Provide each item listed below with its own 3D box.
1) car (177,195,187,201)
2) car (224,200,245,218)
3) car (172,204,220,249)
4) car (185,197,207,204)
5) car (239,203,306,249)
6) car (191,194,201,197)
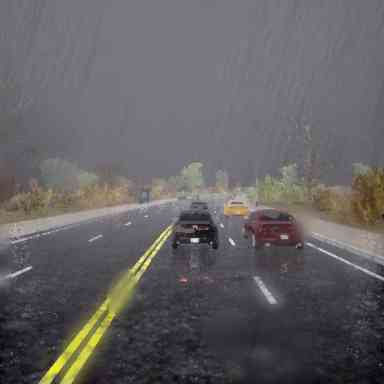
[{"bbox_3d":[-2.262,1.357,77.360,1.994,1.385,4.181,0,0,6],"label":"car"},{"bbox_3d":[3.877,1.463,29.422,1.882,1.535,5.008,0,0,2],"label":"car"},{"bbox_3d":[0.157,1.514,14.600,1.837,1.490,4.892,0,0,1],"label":"car"},{"bbox_3d":[0.630,1.496,29.559,1.837,1.490,4.892,0,0,2],"label":"car"},{"bbox_3d":[3.406,1.481,14.532,1.882,1.535,5.008,0,0,1],"label":"car"},{"bbox_3d":[0.967,1.327,76.989,2.128,1.511,4.902,0,0,6],"label":"car"}]
